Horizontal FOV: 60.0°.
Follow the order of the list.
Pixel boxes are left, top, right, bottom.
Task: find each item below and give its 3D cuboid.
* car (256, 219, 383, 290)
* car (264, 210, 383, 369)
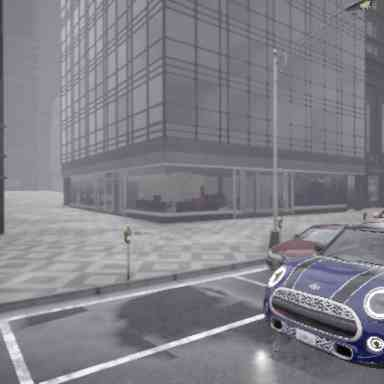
[{"bbox_3d":[3.973,1.576,9.486,4.206,1.307,1.802,0,0,-36],"label":"car"},{"bbox_3d":[3.356,1.348,5.772,4.553,1.767,2.097,0,0,-35],"label":"car"}]
